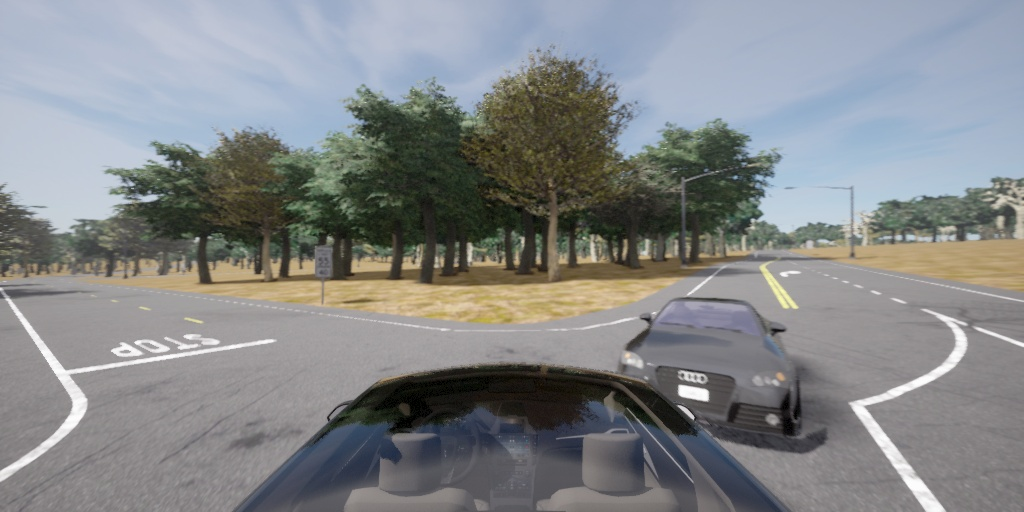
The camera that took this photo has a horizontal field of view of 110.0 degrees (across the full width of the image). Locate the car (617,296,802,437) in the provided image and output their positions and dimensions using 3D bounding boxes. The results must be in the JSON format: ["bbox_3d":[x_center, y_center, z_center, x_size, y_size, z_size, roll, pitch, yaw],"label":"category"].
[{"bbox_3d":[3.102,1.367,5.670,1.994,1.385,4.181,-1,-1,33],"label":"car"}]
